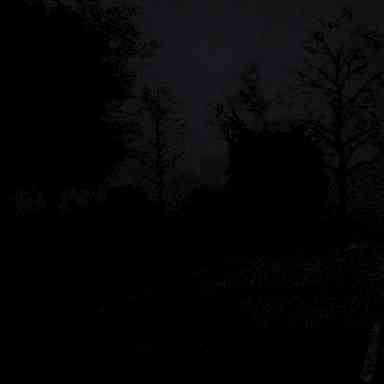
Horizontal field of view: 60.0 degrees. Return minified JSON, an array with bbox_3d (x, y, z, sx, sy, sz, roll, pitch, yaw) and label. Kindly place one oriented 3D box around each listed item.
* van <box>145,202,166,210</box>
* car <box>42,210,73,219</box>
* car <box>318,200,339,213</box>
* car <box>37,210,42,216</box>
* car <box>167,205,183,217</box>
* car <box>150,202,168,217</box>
[{"bbox_3d":[-4.599,2.347,43.619,1.878,1.987,4.442,-3,-2,34],"label":"van"},{"bbox_3d":[-21.766,3.764,55.275,2.002,1.452,4.674,-4,-3,34],"label":"car"},{"bbox_3d":[17.731,1.797,43.050,2.185,1.767,4.553,-2,-2,34],"label":"car"},{"bbox_3d":[-24.410,3.794,57.033,2.185,1.767,4.553,-4,-3,35],"label":"car"},{"bbox_3d":[-0.267,2.329,40.283,1.946,1.575,5.366,-3,-2,34],"label":"car"},{"bbox_3d":[-2.460,2.442,41.786,1.946,1.575,5.366,-3,-2,34],"label":"car"}]
